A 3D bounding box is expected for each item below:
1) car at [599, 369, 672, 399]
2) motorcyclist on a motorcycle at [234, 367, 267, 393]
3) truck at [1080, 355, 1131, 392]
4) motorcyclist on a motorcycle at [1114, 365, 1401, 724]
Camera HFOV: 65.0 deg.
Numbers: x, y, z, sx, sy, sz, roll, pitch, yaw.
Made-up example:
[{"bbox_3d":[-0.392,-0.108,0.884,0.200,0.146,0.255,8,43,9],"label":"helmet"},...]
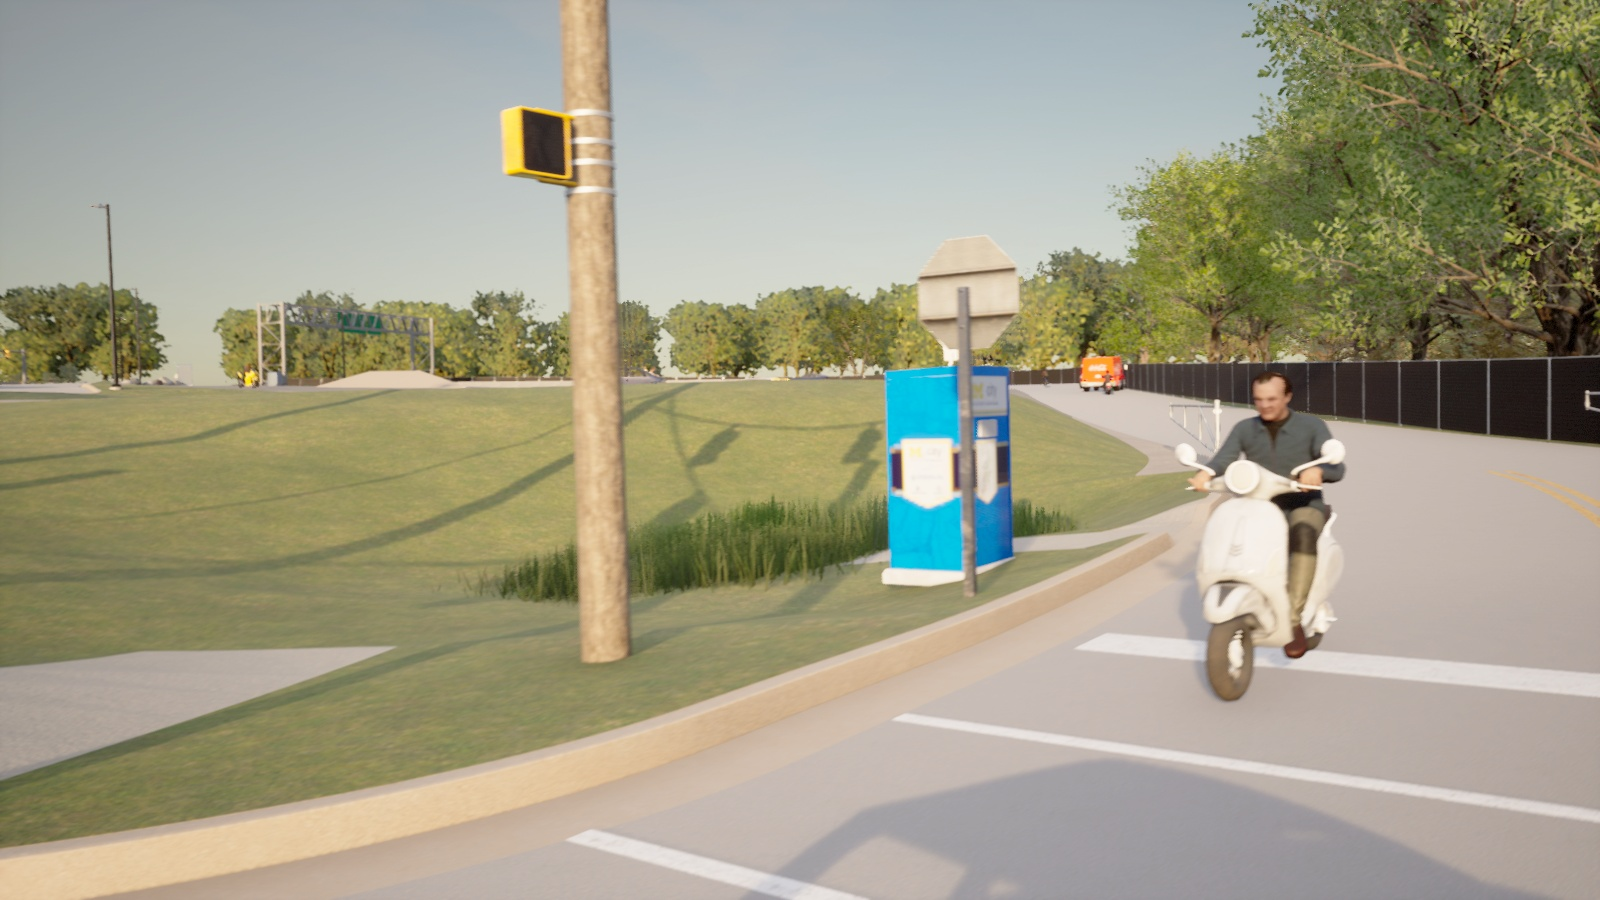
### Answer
[{"bbox_3d":[-8.819,-3.566,67.633,3.705,1.549,1.789,-2,4,-3],"label":"car"},{"bbox_3d":[-32.333,-4.115,73.831,2.044,1.523,0.797,3,5,35],"label":"motorcyclist on a motorcycle"},{"bbox_3d":[22.106,-5.514,90.650,2.627,2.467,5.204,-1,4,24],"label":"truck"},{"bbox_3d":[2.446,0.380,6.562,0.866,1.590,1.817,0,3,38],"label":"motorcyclist on a motorcycle"}]
